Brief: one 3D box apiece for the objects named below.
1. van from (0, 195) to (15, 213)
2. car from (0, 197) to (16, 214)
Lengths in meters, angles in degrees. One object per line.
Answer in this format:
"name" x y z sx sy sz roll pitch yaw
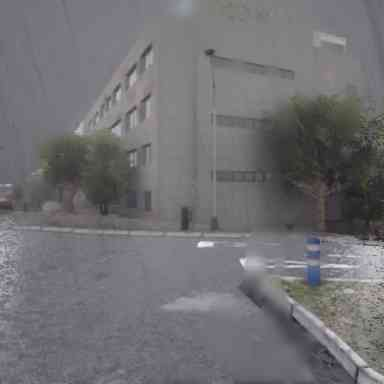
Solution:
"van" -20.388 1.328 33.591 4.442 1.987 1.878 0 -2 -31
"car" -24.765 1.703 40.701 5.566 2.045 2.435 -1 -3 -31
